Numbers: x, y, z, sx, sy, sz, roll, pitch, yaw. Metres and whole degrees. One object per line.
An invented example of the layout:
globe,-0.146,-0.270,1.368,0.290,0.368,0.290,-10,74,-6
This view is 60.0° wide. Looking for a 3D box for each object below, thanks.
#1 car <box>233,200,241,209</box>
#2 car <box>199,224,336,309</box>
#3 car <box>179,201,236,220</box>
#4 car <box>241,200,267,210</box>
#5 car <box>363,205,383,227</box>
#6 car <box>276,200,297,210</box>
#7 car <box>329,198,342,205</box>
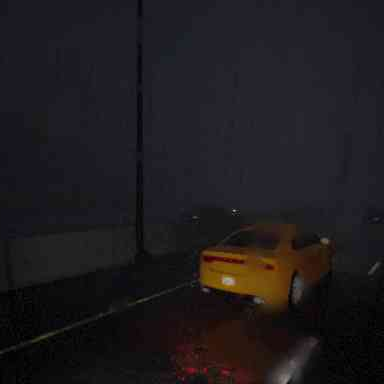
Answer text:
car,7.085,1.876,51.199,2.033,1.411,5.357,0,0,35
car,2.137,1.531,8.235,1.882,1.535,5.008,0,0,36
car,1.039,1.666,24.800,1.837,1.490,4.892,0,-1,36
car,9.297,1.874,48.269,1.994,1.385,4.181,0,0,35
car,13.527,1.631,23.717,1.882,1.535,5.008,0,0,36
car,13.833,1.877,48.677,1.994,1.385,4.181,0,0,34
car,27.258,1.920,62.983,2.033,1.411,5.357,0,0,30
